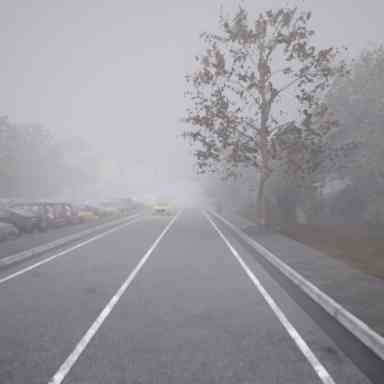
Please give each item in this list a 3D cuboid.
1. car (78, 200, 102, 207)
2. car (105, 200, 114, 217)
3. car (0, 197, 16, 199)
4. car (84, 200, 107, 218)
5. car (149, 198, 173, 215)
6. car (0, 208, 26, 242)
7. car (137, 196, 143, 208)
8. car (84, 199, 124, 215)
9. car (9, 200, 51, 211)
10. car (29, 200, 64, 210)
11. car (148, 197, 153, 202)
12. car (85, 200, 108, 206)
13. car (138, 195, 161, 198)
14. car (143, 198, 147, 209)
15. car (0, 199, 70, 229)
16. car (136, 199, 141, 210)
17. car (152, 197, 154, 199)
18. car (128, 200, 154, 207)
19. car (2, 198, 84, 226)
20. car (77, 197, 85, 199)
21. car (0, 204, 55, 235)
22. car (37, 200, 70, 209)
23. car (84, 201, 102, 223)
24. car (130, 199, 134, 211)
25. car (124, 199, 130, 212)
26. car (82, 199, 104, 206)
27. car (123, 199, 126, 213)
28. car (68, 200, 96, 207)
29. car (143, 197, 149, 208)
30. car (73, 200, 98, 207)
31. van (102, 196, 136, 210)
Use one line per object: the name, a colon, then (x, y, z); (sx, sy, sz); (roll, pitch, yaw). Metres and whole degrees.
car: (-23.306, 2.557, 75.768); (4.792, 1.488, 2.163); (0, -1, 0)
car: (-10.299, 1.753, 31.349); (4.892, 1.521, 2.231); (0, -1, 0)
car: (-23.340, 1.576, 37.007); (5.566, 2.045, 2.435); (0, -1, 0)
car: (-10.289, 1.716, 28.573); (4.892, 1.521, 2.231); (0, -1, 0)
car: (-3.367, 1.820, 37.981); (1.882, 1.535, 5.008); (0, -1, 0)
car: (-10.309, 1.570, 14.693); (4.674, 1.452, 2.002); (0, -1, 0)
car: (-10.308, 1.889, 50.780); (4.553, 1.767, 2.185); (0, -1, 0)
car: (-10.105, 1.786, 34.125); (5.366, 1.575, 1.946); (0, -1, 0)
car: (-23.364, 1.975, 48.082); (5.008, 1.535, 2.097); (0, -1, 0)
car: (-23.383, 2.088, 53.619); (4.792, 1.488, 2.163); (0, -1, 0)
car: (-10.084, 2.156, 58.977); (5.366, 1.575, 1.946); (0, -1, 0)
car: (-23.325, 2.646, 81.184); (5.008, 1.535, 2.097); (0, -1, 0)
car: (-10.286, 2.214, 72.981); (5.566, 2.045, 2.435); (0, -1, 0)
car: (-10.268, 2.059, 53.557); (4.892, 1.521, 2.231); (0, -1, 0)
car: (-10.271, 1.478, 20.247); (4.553, 1.767, 2.185); (0, -1, 0)
car: (-10.308, 2.004, 48.005); (4.792, 1.488, 2.163); (0, -1, 0)
car: (-10.079, 2.279, 64.649); (5.366, 1.575, 1.946); (0, -1, 0)
car: (-10.269, 2.344, 67.424); (4.892, 1.521, 2.231); (0, -1, 0)
car: (-10.268, 1.516, 23.023); (4.553, 1.767, 2.185); (0, -1, 0)
car: (-23.373, 2.031, 64.697); (5.566, 2.045, 2.435); (0, -1, 0)
car: (-10.299, 1.567, 17.470); (5.008, 1.535, 2.097); (0, -1, 0)
car: (-23.380, 2.135, 56.258); (4.792, 1.488, 2.163); (0, -1, 0)
car: (-10.112, 1.675, 25.797); (5.366, 1.575, 1.946); (0, -1, 0)
car: (-10.254, 1.930, 42.453); (4.792, 1.488, 2.163); (0, -1, 0)
car: (-10.256, 1.893, 39.677); (4.792, 1.488, 2.163); (0, -1, 0)
car: (-23.364, 2.460, 78.416); (4.553, 1.767, 2.185); (0, -1, 0)
car: (-10.259, 1.856, 36.901); (4.792, 1.488, 2.163); (0, -1, 0)
car: (-23.154, 2.402, 70.229); (5.366, 1.575, 1.946); (0, -1, 0)
car: (-10.457, 2.104, 56.325); (5.366, 1.575, 1.946); (0, -1, 0)
car: (-23.335, 2.506, 72.998); (4.674, 1.452, 2.002); (0, -1, 0)
van: (-10.398, 1.712, 45.232); (4.442, 1.987, 1.878); (0, -1, 0)
